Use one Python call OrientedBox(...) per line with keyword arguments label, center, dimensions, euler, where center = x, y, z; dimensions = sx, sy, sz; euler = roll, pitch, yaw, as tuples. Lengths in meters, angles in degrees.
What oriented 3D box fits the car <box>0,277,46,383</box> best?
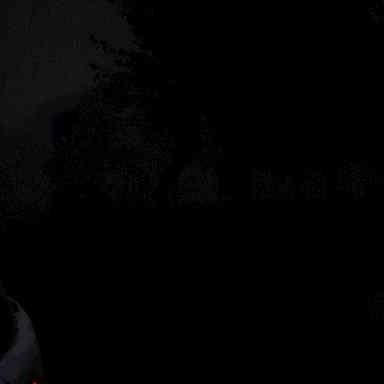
OrientedBox(label="car", center=(-3.260, 1.221, 0.695), dimensions=(5.566, 2.045, 2.150), euler=(0, 0, -36))
